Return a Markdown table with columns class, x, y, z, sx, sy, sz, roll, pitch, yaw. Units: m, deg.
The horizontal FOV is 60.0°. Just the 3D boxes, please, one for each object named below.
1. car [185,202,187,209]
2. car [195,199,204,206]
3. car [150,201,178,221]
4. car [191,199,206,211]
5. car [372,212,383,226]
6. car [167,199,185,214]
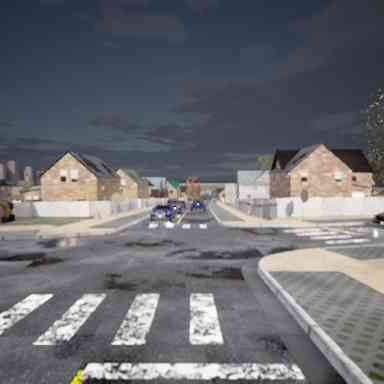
| class | x | y | z | sx | sy | sz | roll | pitch | yaw |
| --- | --- | --- | --- | --- | --- | --- | --- | --- | --- |
| car | -1.869 | 2.018 | 52.858 | 1.812 | 1.442 | 4.674 | 0 | -1 | 2 |
| car | 1.746 | 2.278 | 71.550 | 1.812 | 1.442 | 4.674 | 0 | -1 | 3 |
| car | -2.541 | 1.757 | 29.615 | 1.812 | 1.442 | 4.674 | 0 | -1 | 2 |
| car | 0.915 | 1.790 | 48.200 | 2.097 | 1.767 | 4.553 | 0 | -1 | 2 |
| car | 14.154 | 1.510 | 21.058 | 5.357 | 1.411 | 2.033 | 0 | 2 | -17 |
| car | -2.285 | 1.686 | 39.618 | 2.097 | 1.767 | 4.553 | 0 | -1 | 2 |
